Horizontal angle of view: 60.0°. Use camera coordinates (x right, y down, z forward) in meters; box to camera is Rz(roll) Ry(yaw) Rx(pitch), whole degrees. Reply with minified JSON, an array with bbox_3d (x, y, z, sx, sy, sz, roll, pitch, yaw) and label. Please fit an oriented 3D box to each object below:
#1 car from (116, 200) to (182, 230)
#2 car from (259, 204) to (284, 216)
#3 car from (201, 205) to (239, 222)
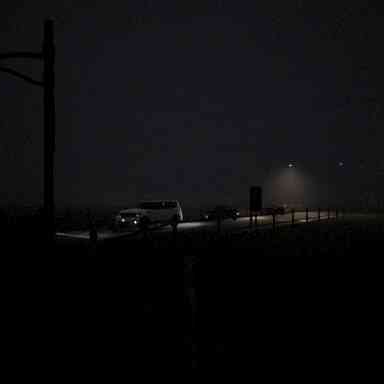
[{"bbox_3d":[-3.000,1.607,24.616,2.150,2.045,5.566,0,-1,36],"label":"car"},{"bbox_3d":[10.333,2.316,42.846,2.128,1.511,4.902,0,-1,36],"label":"car"},{"bbox_3d":[2.807,2.067,32.560,2.128,1.511,4.902,0,-1,36],"label":"car"}]
